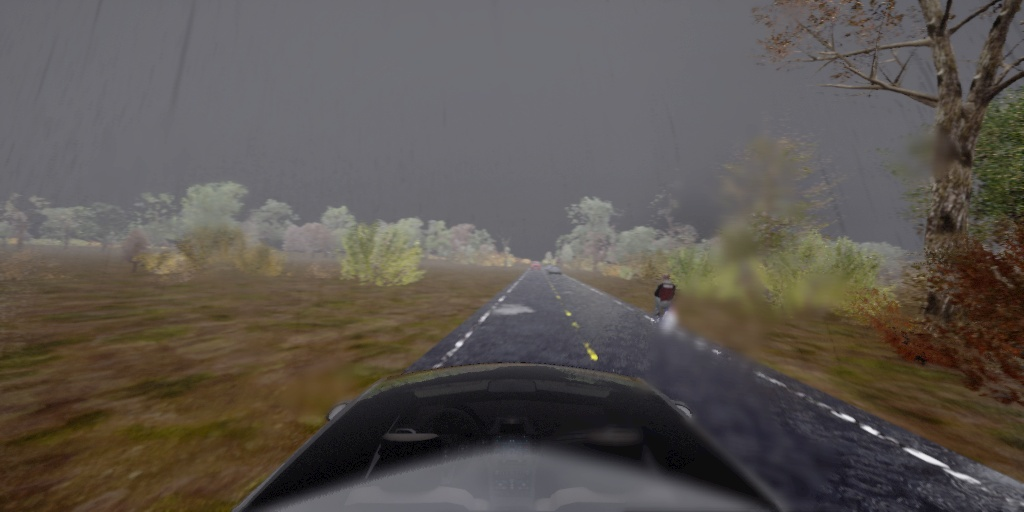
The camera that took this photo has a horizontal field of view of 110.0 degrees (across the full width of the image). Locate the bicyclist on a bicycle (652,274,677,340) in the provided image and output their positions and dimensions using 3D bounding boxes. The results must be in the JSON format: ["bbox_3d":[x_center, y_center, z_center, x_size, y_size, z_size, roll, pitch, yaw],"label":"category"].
[{"bbox_3d":[4.272,1.382,10.169,0.659,1.776,1.843,2,-1,4],"label":"bicyclist on a bicycle"}]

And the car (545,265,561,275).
[{"bbox_3d":[6.787,2.278,57.108,1.994,1.385,4.181,2,-1,4],"label":"car"}]
